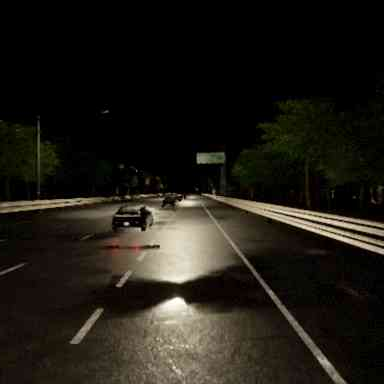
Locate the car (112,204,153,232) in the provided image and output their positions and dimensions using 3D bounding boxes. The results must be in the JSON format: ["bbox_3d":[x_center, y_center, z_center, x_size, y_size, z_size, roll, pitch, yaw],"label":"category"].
[{"bbox_3d":[-3.482,1.496,20.159,2.128,1.511,4.902,0,0,0],"label":"car"}]

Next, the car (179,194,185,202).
[{"bbox_3d":[-3.216,1.510,75.067,1.812,1.442,4.674,0,0,0],"label":"car"}]

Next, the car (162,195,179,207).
[{"bbox_3d":[-3.377,1.513,49.877,1.837,1.490,4.892,0,0,0],"label":"car"}]
